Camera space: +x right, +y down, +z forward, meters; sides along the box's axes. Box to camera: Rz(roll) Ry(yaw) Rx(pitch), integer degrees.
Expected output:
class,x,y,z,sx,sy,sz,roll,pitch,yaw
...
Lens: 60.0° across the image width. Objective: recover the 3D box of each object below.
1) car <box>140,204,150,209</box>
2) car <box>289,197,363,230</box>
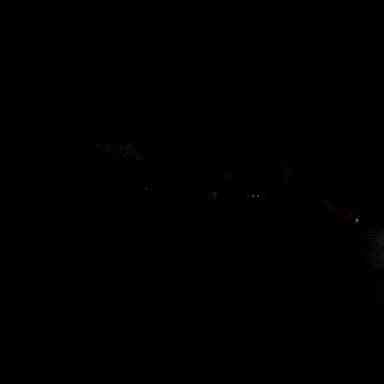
class,x,y,z,sx,sy,sz,roll,pitch,yaw
car,-5.839,1.769,41.505,2.097,1.767,4.553,3,-2,-37
car,8.241,1.372,22.066,2.150,2.045,5.566,2,-2,-35
